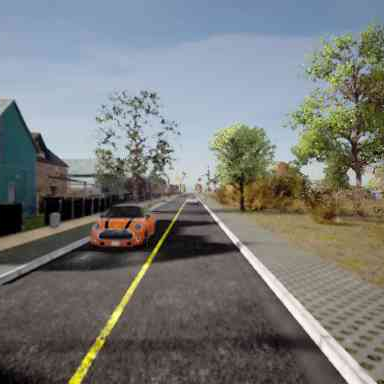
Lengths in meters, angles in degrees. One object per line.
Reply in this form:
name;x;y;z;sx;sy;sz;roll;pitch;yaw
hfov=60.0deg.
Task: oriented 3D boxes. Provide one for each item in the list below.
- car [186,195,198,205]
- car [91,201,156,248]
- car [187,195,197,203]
car;-0.005;1.446;54.778;1.895;1.301;4.718;0;0;0
car;-2.816;1.308;14.534;2.097;1.767;4.553;0;0;0
car;-0.006;1.369;64.771;2.033;1.411;5.357;0;0;0
